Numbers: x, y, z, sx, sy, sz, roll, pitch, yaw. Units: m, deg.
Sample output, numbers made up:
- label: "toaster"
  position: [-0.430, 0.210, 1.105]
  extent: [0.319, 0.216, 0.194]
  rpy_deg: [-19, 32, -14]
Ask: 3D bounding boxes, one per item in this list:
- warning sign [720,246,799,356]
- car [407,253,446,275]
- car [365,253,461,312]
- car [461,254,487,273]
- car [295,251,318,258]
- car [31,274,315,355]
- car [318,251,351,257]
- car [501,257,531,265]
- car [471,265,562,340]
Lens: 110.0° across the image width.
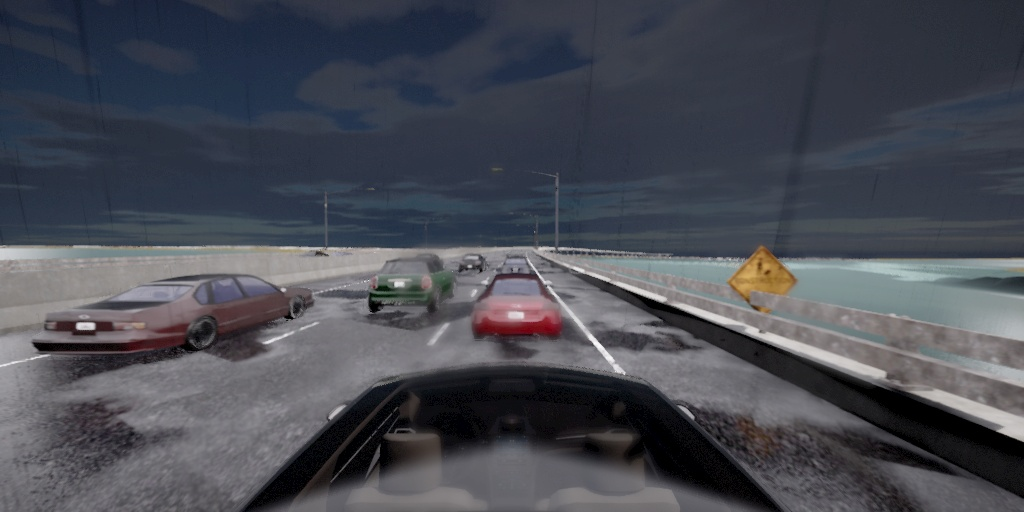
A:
- label: "warning sign"
  position: [4.576, 0.742, 6.566]
  extent: [1.300, 1.860, 1.060]
  rpy_deg: [0, 0, 0]
- label: "car"
  position: [-6.658, 0.555, 28.397]
  extent: [1.837, 1.490, 4.892]
  rpy_deg: [0, 2, 1]
- label: "car"
  position: [-3.336, 0.812, 12.853]
  extent: [2.097, 1.767, 4.553]
  rpy_deg: [0, 2, 1]
- label: "car"
  position: [-3.141, 0.553, 29.299]
  extent: [1.812, 1.442, 4.674]
  rpy_deg: [0, 2, 1]
- label: "car"
  position: [-24.081, 0.157, 43.214]
  extent: [1.837, 1.490, 4.892]
  rpy_deg: [0, 2, 1]
- label: "car"
  position: [-6.892, 1.122, 8.340]
  extent: [2.033, 1.411, 5.357]
  rpy_deg: [0, 2, 1]
- label: "car"
  position: [-20.590, 0.202, 43.142]
  extent: [2.033, 1.411, 5.357]
  rpy_deg: [0, 2, 1]
- label: "car"
  position: [0.251, 0.737, 23.220]
  extent: [2.033, 1.411, 5.357]
  rpy_deg: [0, 2, 1]
- label: "car"
  position: [0.118, 1.118, 9.285]
  extent: [1.994, 1.385, 4.181]
  rpy_deg: [0, 2, 1]
